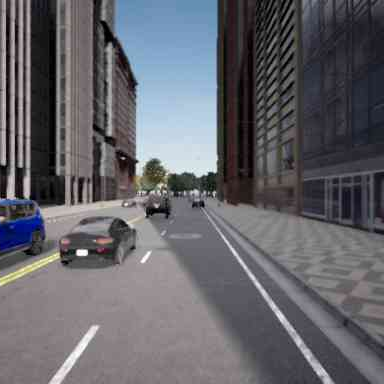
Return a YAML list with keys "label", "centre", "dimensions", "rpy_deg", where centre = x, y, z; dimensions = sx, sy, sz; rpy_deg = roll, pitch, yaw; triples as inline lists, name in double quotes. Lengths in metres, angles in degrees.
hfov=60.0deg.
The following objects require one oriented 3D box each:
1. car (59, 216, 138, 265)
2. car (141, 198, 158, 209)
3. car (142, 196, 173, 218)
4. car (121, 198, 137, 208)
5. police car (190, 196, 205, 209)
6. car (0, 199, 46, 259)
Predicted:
- label: "car"
  centre: [-3.138, 1.587, 11.822]
  dimensions: [1.812, 1.442, 4.674]
  rpy_deg: [0, 0, 0]
- label: "car"
  centre: [-6.574, 1.733, 52.047]
  dimensions: [1.882, 1.535, 5.008]
  rpy_deg: [0, 0, 0]
- label: "car"
  centre: [-3.154, 1.383, 32.354]
  dimensions: [2.150, 2.045, 5.566]
  rpy_deg: [0, 0, 0]
- label: "car"
  centre: [-9.822, 1.747, 52.059]
  dimensions: [2.128, 1.511, 4.902]
  rpy_deg: [0, 0, 0]
- label: "police car"
  centre: [0.969, 1.675, 50.888]
  dimensions: [1.930, 1.638, 5.238]
  rpy_deg: [0, 0, 0]
- label: "car"
  centre: [-6.602, 1.276, 10.387]
  dimensions: [2.150, 2.045, 5.566]
  rpy_deg: [0, 0, 0]
